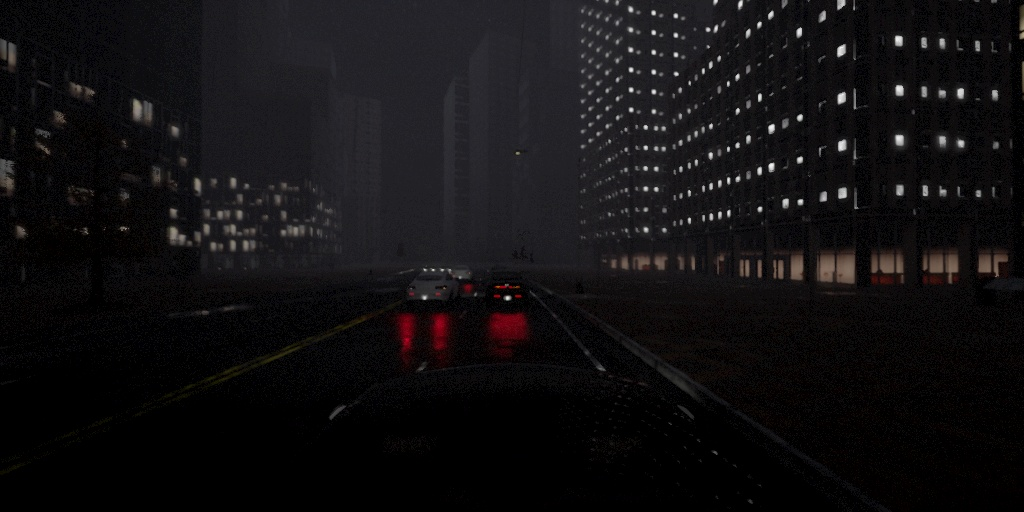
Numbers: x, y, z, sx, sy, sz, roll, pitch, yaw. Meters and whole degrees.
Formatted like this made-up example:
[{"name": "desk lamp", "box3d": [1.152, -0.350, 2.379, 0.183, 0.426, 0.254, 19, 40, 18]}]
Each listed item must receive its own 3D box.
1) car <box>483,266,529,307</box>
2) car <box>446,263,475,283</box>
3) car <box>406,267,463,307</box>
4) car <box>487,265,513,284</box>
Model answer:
[{"name": "car", "box3d": [-0.251, 1.392, 16.411, 1.837, 1.490, 4.892, 0, 0, -2]}, {"name": "car", "box3d": [-4.377, 1.545, 31.409, 1.812, 1.442, 4.674, 0, 0, -4]}, {"name": "car", "box3d": [-3.501, 1.410, 16.359, 1.812, 1.442, 4.674, 0, 0, -2]}, {"name": "car", "box3d": [-1.109, 1.564, 31.263, 2.033, 1.411, 5.357, 0, 0, -4]}]
